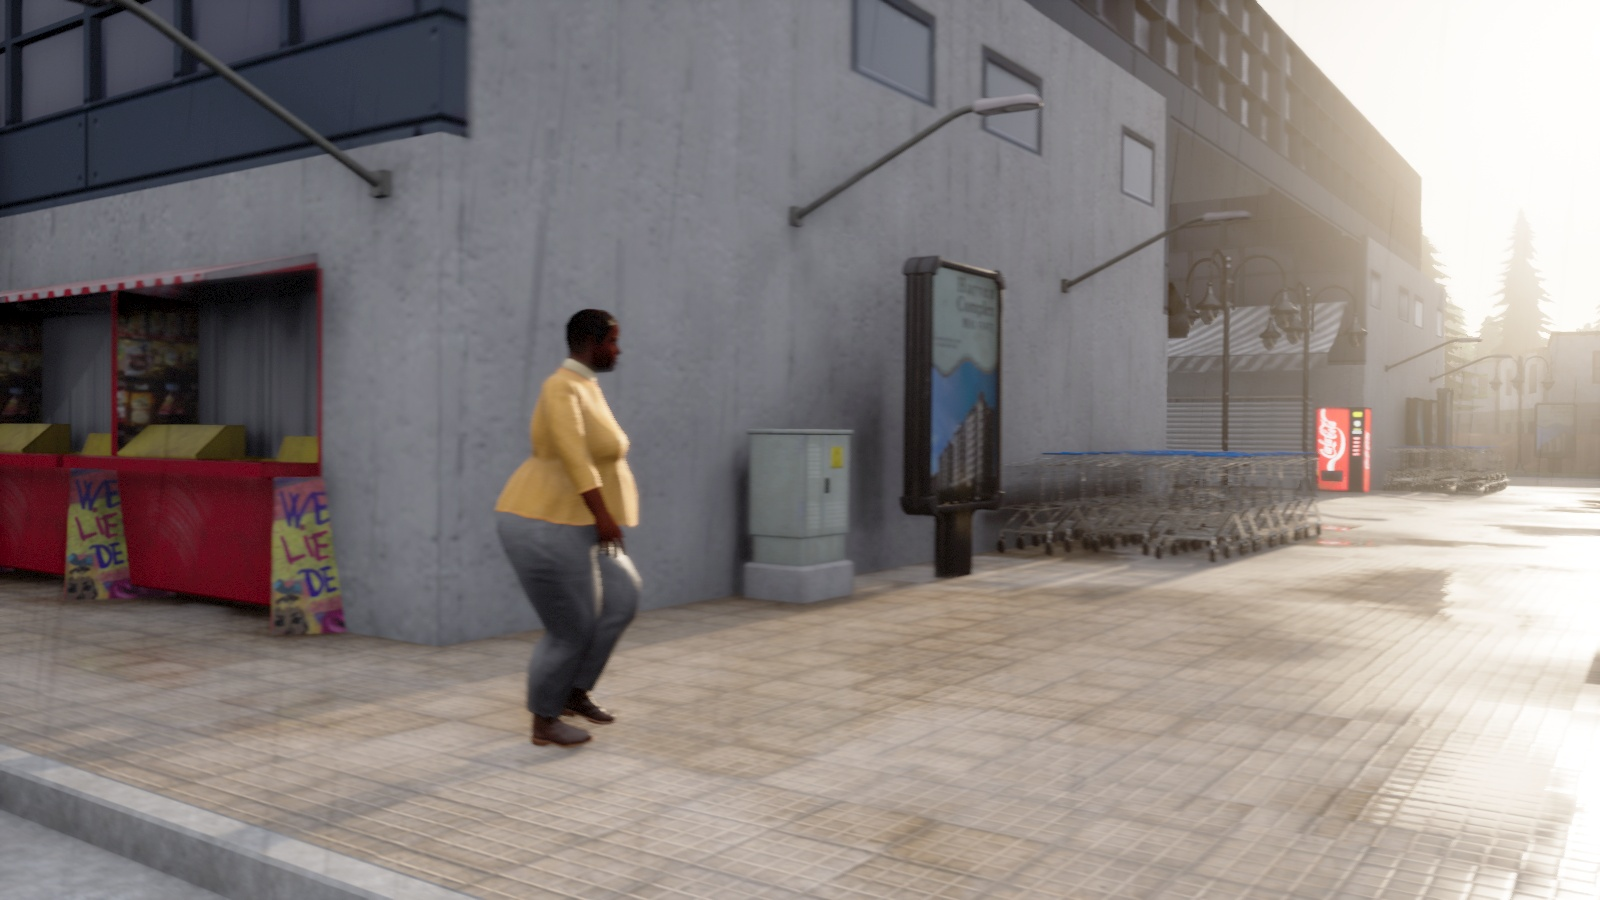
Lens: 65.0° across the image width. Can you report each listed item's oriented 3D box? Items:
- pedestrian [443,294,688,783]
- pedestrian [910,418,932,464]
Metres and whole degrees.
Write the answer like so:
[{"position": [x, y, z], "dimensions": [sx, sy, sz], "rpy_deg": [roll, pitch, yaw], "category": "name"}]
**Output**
[{"position": [-0.931, 0.328, 5.231], "dimensions": [0.900, 1.855, 0.874], "rpy_deg": [-1, 1, -5], "category": "pedestrian"}, {"position": [5.246, -0.388, 54.438], "dimensions": [0.788, 1.949, 0.423], "rpy_deg": [0, 1, 37], "category": "pedestrian"}]
